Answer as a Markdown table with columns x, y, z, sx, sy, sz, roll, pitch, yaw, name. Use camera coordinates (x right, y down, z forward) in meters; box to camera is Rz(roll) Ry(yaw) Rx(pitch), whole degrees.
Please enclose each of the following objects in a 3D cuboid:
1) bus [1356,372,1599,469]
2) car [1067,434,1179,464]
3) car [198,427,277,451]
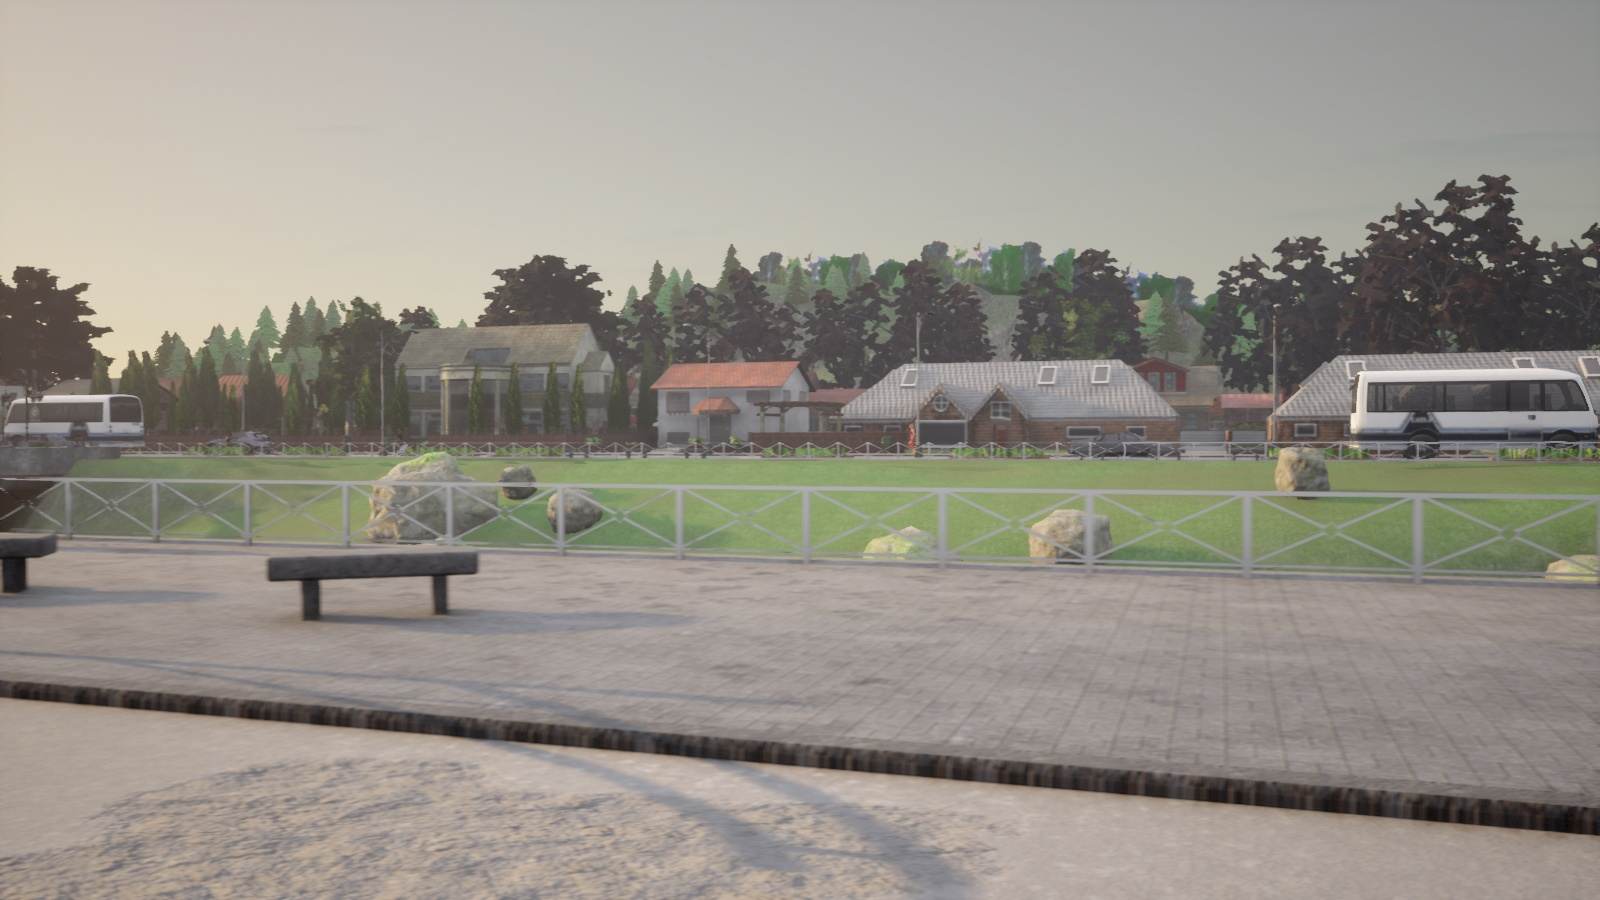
| x | y | z | sx | sy | sz | roll | pitch | yaw | name |
| --- | --- | --- | --- | --- | --- | --- | --- | --- | --- |
| 31.562 | -1.362 | 58.124 | 10.273 | 4.253 | 3.944 | 1 | 1 | 19 | bus |
| 16.282 | -0.078 | 63.289 | 5.357 | 1.411 | 2.033 | 1 | 1 | 19 | car |
| -38.514 | -0.765 | 85.957 | 4.856 | 1.649 | 2.033 | 1 | 1 | 19 | car |
